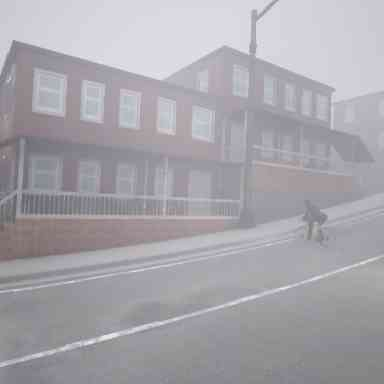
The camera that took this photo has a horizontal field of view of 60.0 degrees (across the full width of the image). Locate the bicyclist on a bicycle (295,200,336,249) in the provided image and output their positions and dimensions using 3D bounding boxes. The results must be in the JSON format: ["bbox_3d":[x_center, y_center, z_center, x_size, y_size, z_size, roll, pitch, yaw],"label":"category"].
[{"bbox_3d":[4.133,1.081,11.342,0.582,1.620,1.656,-5,1,-34],"label":"bicyclist on a bicycle"}]
